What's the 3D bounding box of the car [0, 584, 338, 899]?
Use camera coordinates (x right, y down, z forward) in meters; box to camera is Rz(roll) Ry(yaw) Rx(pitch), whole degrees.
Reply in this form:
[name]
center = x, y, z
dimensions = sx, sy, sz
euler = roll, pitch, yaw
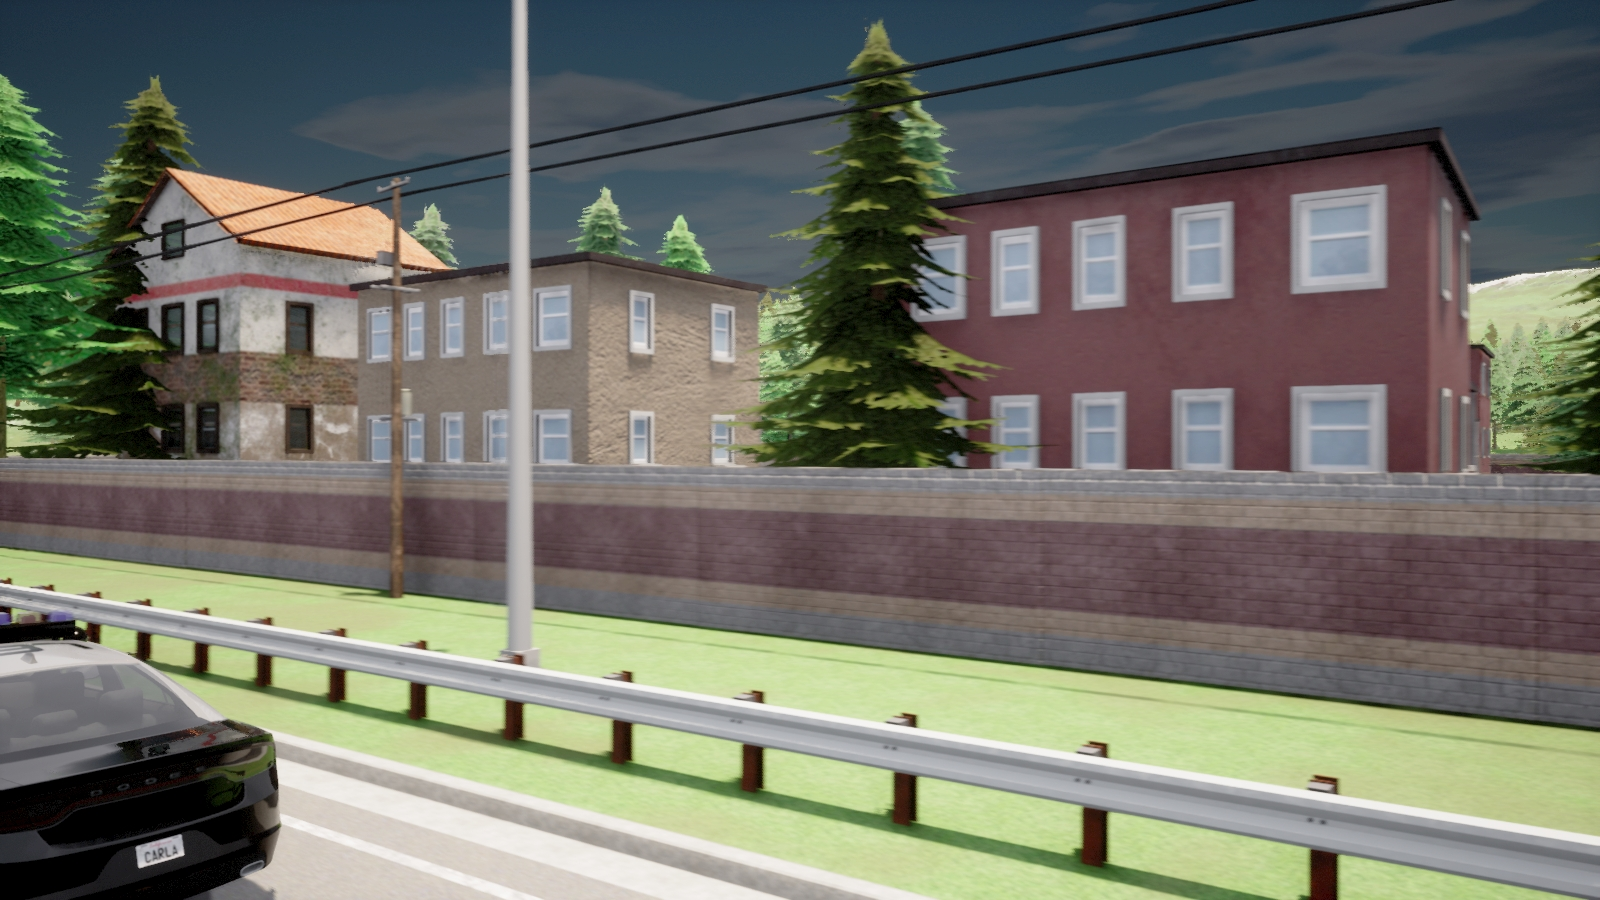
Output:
[car]
center = -5.603, 1.982, 7.708
dimensions = 5.238, 1.638, 2.097
euler = 0, 0, 35
